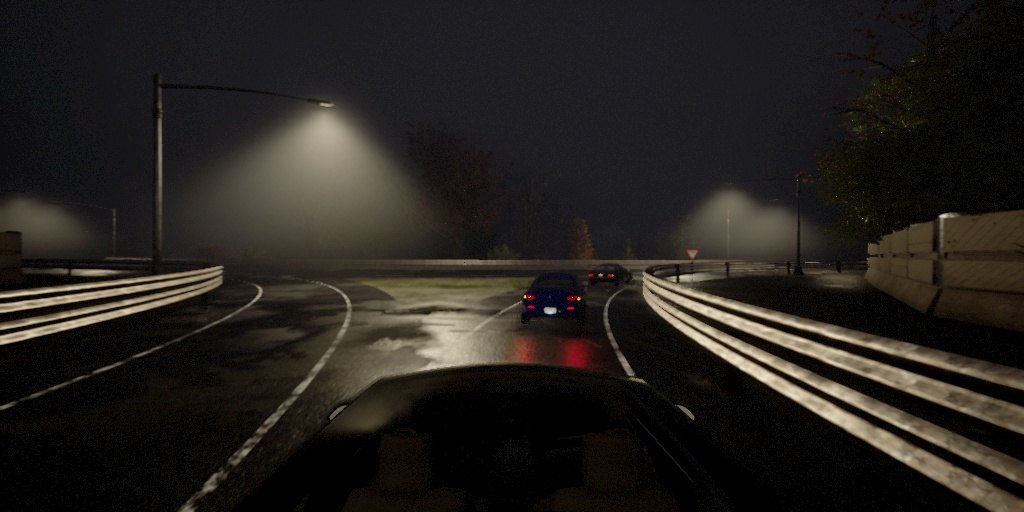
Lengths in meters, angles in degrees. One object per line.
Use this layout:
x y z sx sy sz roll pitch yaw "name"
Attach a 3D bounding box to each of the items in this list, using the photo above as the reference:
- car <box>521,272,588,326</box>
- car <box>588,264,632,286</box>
1.464 1.244 11.626 1.812 1.442 4.674 0 0 12 "car"
6.768 1.240 24.453 2.033 1.411 5.357 0 0 30 "car"
